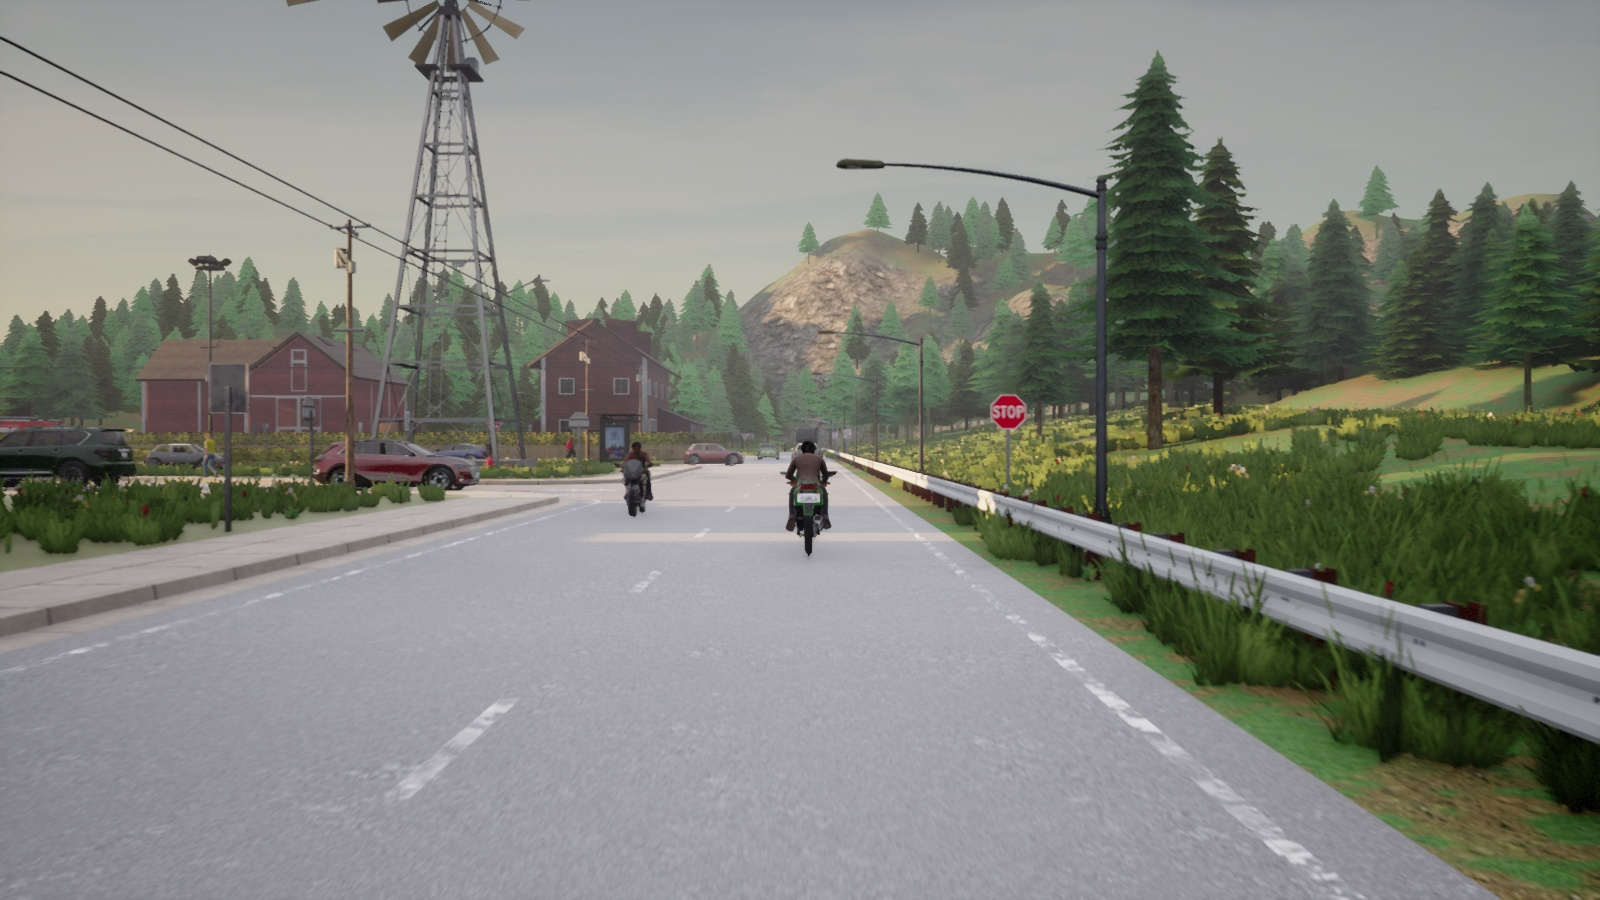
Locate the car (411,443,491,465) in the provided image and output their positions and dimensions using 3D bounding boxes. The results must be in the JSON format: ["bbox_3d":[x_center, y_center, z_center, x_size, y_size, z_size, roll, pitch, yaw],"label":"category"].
[{"bbox_3d":[-23.431,0.261,84.445,4.792,1.488,2.163,0,0,0],"label":"car"}]

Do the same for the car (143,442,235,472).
[{"bbox_3d":[-31.096,0.333,64.026,3.806,1.475,1.970,0,0,-8],"label":"car"}]

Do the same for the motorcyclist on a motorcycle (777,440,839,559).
[{"bbox_3d":[0.113,0.634,17.153,0.797,1.523,2.044,0,0,0],"label":"motorcyclist on a motorcycle"}]

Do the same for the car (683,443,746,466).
[{"bbox_3d":[-5.557,0.257,81.517,3.806,1.475,1.970,0,0,-11],"label":"car"}]

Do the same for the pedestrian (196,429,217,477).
[{"bbox_3d":[-23.157,0.113,49.010,0.706,1.836,0.354,0,0,25],"label":"pedestrian"}]

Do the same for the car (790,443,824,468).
[{"bbox_3d":[0.436,0.303,74.146,1.970,1.475,3.806,0,0,1],"label":"car"}]

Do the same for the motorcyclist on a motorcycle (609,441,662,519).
[{"bbox_3d":[-3.339,0.584,25.625,0.797,1.523,2.044,0,0,0],"label":"motorcyclist on a motorcycle"}]

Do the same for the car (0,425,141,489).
[{"bbox_3d":[-25.090,0.216,41.451,5.566,2.045,2.150,0,0,-1],"label":"car"}]

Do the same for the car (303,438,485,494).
[{"bbox_3d":[-12.237,0.456,38.106,4.856,1.649,2.033,0,0,-1],"label":"car"}]
